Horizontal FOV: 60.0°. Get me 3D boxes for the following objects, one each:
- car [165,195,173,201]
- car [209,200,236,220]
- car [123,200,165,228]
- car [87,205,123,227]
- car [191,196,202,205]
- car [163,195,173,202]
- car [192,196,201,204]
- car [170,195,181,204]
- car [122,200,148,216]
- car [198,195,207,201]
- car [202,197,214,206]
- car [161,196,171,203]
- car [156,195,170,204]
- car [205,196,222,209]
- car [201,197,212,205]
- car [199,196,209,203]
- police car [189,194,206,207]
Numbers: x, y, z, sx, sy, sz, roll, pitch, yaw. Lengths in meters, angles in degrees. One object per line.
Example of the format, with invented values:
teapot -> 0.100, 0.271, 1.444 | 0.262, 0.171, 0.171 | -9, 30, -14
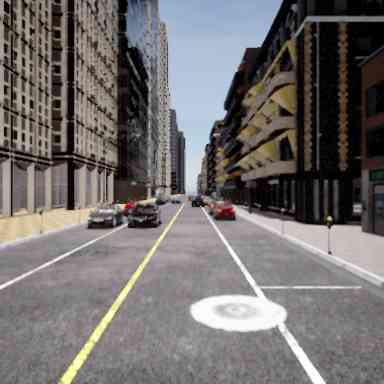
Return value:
car -> -5.717, 1.572, 84.315 | 1.752, 1.417, 4.829 | 0, 0, 0
car -> 2.682, 1.587, 28.003 | 1.802, 1.307, 4.206 | 0, 0, 0
car -> -3.104, 1.508, 22.456 | 1.837, 1.490, 4.892 | 0, 0, 0
car -> -5.696, 1.554, 22.351 | 2.008, 1.369, 4.403 | 0, 0, 0
car -> 0.792, 1.530, 61.307 | 1.837, 1.490, 4.892 | 0, 0, 0
car -> -5.715, 1.481, 78.837 | 1.967, 1.590, 4.097 | 0, 0, 0
car -> 0.878, 1.534, 67.308 | 1.837, 1.490, 4.892 | 0, 0, 0
car -> -3.031, 1.572, 64.169 | 2.033, 1.411, 5.357 | 0, 0, 0
car -> -5.700, 1.552, 33.649 | 1.887, 1.381, 4.507 | 0, 0, 0
car -> 2.664, 1.488, 84.488 | 1.967, 1.590, 4.097 | 0, 0, 0
car -> 2.673, 1.546, 56.415 | 1.752, 1.417, 4.829 | 0, 0, 0
car -> -5.713, 1.585, 73.188 | 2.008, 1.369, 4.403 | 0, 0, 0
car -> -5.709, 1.590, 61.891 | 1.947, 1.339, 4.313 | 0, 0, 0
car -> 2.681, 1.448, 33.651 | 1.967, 1.590, 4.097 | 0, 0, 0
car -> 2.672, 1.590, 61.894 | 1.947, 1.339, 4.313 | 0, 0, 0
car -> 2.668, 1.586, 73.191 | 2.008, 1.369, 4.403 | 0, 0, 0
police car -> 0.884, 1.442, 51.417 | 1.930, 1.638, 5.238 | 0, 0, 0
